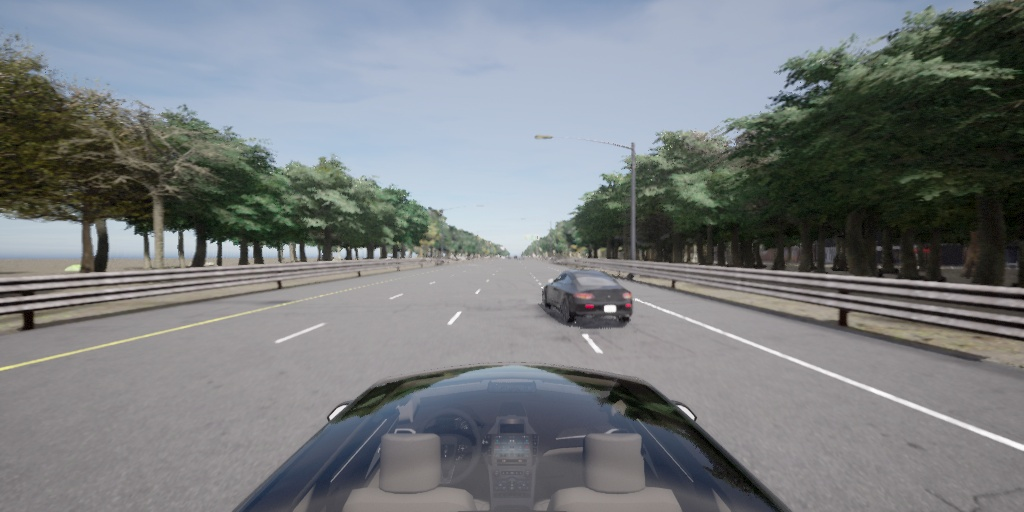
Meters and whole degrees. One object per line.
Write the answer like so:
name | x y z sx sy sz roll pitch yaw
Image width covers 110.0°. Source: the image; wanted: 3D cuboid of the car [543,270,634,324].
car | 2.239 1.155 11.432 1.812 1.442 4.674 0 1 -6
